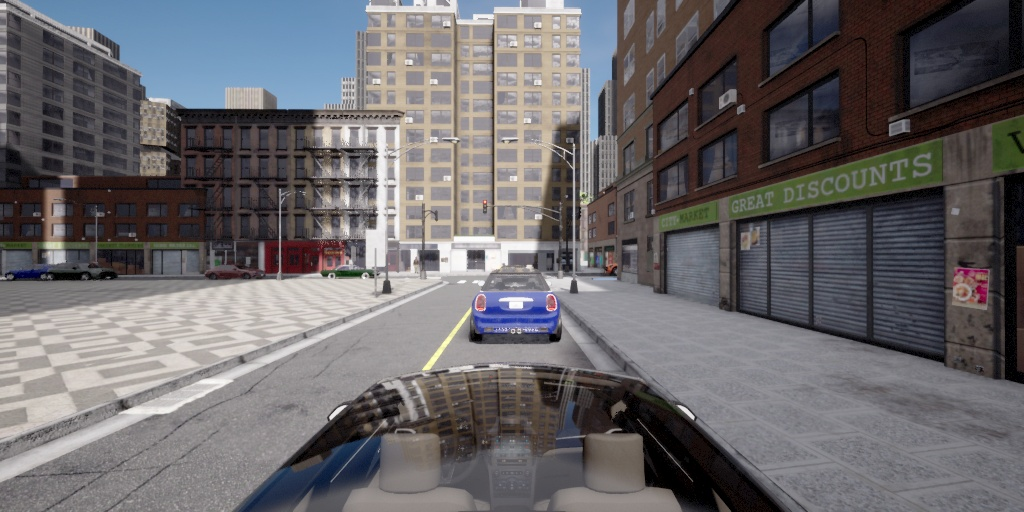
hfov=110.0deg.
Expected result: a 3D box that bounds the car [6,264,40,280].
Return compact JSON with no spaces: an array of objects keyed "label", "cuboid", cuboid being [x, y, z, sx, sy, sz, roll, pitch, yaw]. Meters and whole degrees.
[{"label":"car","cuboid":[-45.544,1.531,34.654,5.008,1.535,1.882,0,0,-1]}]

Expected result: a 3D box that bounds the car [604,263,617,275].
[{"label":"car","cuboid":[11.492,0.979,35.580,4.553,1.767,2.097,-1,0,-1]}]

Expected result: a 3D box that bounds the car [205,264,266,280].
[{"label":"car","cuboid":[-24.536,1.442,31.841,4.674,1.442,1.812,0,0,-1]}]

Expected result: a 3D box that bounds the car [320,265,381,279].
[{"label":"car","cuboid":[-14.282,1.443,31.980,4.718,1.301,1.895,0,0,-1]}]

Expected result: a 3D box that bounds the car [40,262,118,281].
[{"label":"car","cuboid":[-37.829,1.355,31.641,4.553,1.767,2.097,-1,0,1]}]

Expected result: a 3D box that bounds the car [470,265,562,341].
[{"label":"car","cuboid":[0.082,1.101,10.017,2.097,1.767,4.553,0,0,0]}]

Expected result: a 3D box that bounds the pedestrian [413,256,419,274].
[{"label":"pedestrian","cuboid":[-10.260,0.970,38.280,0.375,1.860,0.375,0,0,-1]}]
